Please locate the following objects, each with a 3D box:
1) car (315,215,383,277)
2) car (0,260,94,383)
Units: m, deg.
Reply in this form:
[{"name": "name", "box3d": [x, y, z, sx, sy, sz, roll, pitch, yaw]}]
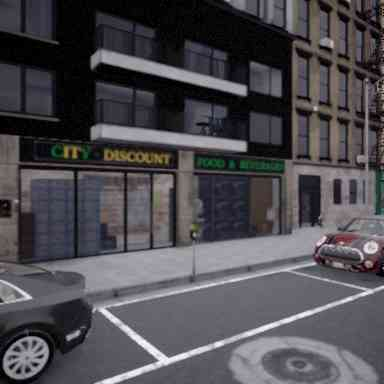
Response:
[{"name": "car", "box3d": [5.583, 1.449, 10.171, 4.097, 1.590, 1.967, 0, 0, -36]}, {"name": "car", "box3d": [-3.389, 1.550, 3.770, 4.403, 1.369, 2.008, 0, 0, -36]}]
